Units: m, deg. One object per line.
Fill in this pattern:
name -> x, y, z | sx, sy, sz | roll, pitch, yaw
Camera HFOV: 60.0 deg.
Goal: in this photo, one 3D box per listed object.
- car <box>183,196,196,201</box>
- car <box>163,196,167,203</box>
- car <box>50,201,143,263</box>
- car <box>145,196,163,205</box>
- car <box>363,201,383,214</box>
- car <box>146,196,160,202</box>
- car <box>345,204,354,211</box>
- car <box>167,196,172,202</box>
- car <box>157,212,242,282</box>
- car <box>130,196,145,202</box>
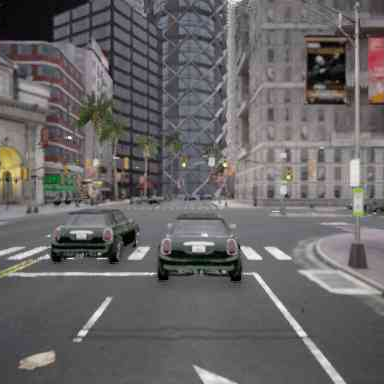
car -> -0.542, 1.722, 89.334 | 2.033, 1.411, 5.357 | 0, 0, 22
car -> -6.978, 1.647, 71.963 | 1.837, 1.490, 4.892 | 0, 0, 0
car -> -3.301, 1.376, 12.216 | 2.097, 1.767, 4.553 | 0, 0, 1
car -> -6.988, 1.728, 62.262 | 1.895, 1.301, 4.718 | 0, 0, 0
car -> 20.977, 1.599, 35.405 | 4.674, 1.442, 1.812 | 0, 0, 0
car -> -9.716, 1.693, 82.319 | 2.128, 1.511, 4.902 | 0, 0, 10
car -> 20.635, 1.681, 38.903 | 4.718, 1.301, 1.895 | 0, 0, 0
car -> -6.219, 1.720, 81.963 | 1.994, 1.385, 4.181 | 0, 0, 10
car -> 0.282, 1.372, 9.990 | 2.097, 1.767, 4.553 | 0, 0, 3
car -> -10.488, 1.632, 62.278 | 1.837, 1.490, 4.892 | 0, 0, 0
